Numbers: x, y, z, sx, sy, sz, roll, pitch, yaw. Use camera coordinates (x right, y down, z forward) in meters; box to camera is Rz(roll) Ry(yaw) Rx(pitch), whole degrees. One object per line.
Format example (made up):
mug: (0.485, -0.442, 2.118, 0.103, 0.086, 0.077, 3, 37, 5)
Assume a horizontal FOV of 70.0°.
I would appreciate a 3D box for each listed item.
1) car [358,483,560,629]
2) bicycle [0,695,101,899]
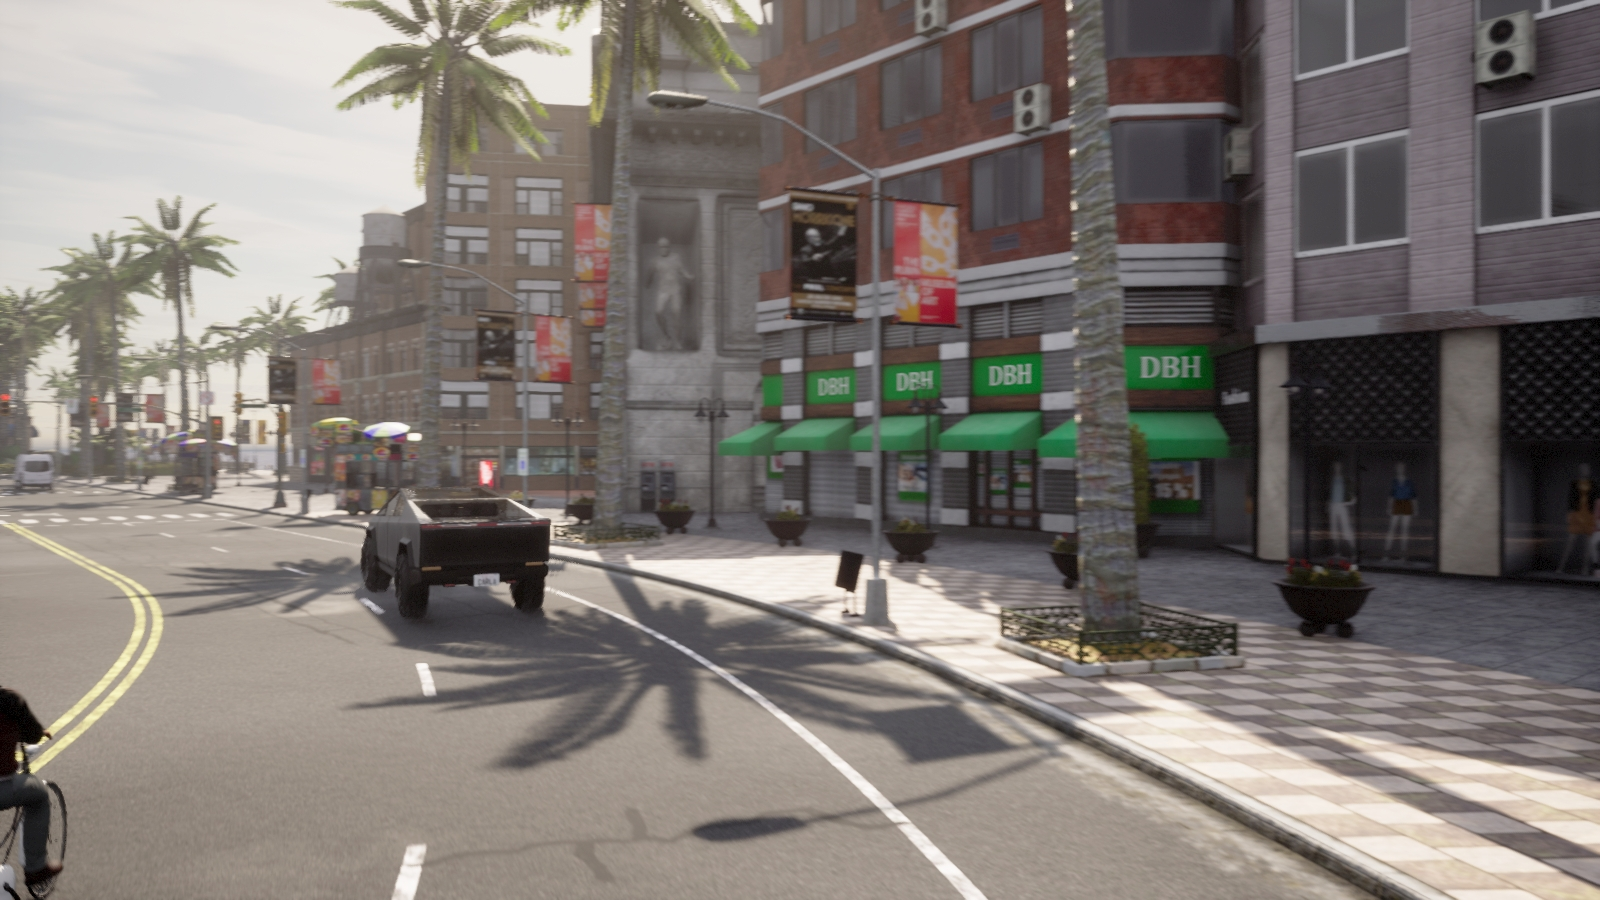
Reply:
car: (-6.539, 1.762, 21.267, 2.390, 2.098, 6.274, 0, 0, -28)
bicycle: (-4.620, 2.216, 6.662, 0.329, 1.171, 1.835, 0, 0, -12)
